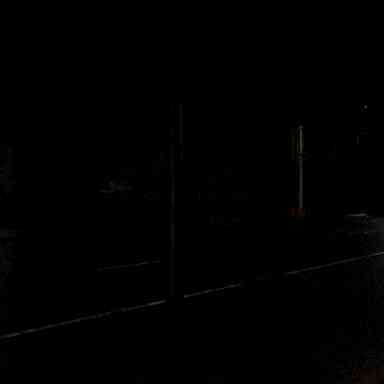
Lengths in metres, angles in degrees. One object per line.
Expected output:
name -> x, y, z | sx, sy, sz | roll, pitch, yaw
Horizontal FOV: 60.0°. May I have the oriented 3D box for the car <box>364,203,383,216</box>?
car -> 18.000, 1.564, 30.226 | 1.994, 1.385, 4.181 | 0, 0, -37
